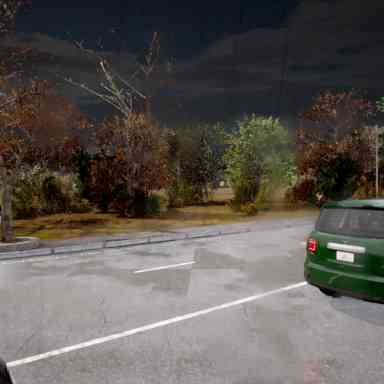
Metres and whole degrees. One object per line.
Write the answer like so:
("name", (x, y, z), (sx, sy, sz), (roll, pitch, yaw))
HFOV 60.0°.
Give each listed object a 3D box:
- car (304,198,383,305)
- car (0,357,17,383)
("car", (4.752, 1.135, 7.126), (5.566, 2.045, 2.150), (-1, 1, -35))
("car", (-3.408, 1.484, 1.318), (4.902, 1.511, 2.128), (1, 0, -35))
